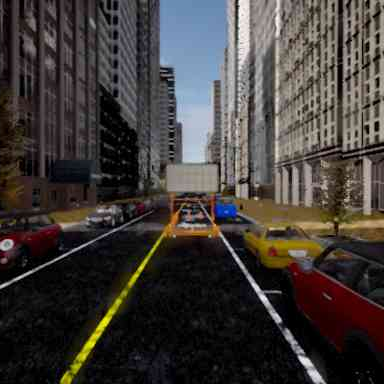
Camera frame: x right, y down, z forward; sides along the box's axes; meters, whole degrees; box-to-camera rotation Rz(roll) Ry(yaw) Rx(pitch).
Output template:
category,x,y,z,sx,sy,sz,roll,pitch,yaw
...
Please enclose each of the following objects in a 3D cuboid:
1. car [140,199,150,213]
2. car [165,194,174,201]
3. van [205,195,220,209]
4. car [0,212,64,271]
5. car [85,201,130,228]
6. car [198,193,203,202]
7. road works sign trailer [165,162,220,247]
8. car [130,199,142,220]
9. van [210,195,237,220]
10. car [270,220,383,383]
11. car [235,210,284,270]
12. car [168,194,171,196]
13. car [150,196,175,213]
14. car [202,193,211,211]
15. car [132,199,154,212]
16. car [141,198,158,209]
category,x,y,z,sx,sy,sz,roll,pitch,yaw
car,-5.681,1.506,33.341,1.887,1.381,4.507,-1,0,0
car,-5.656,1.339,84.493,1.967,1.590,4.097,-1,0,0
van,2.703,1.289,44.704,1.690,1.788,3.998,-1,0,0
car,-5.693,1.428,10.607,1.967,1.590,4.097,-1,0,0
car,-5.687,1.525,21.974,2.008,1.369,4.403,-1,0,0
car,2.717,1.471,67.438,2.008,1.369,4.403,-1,0,0
road works sign trailer,0.008,0.447,15.001,2.380,3.560,2.880,0,0,0
car,-5.684,1.533,27.657,1.947,1.339,4.313,-1,0,0
van,2.695,1.309,27.653,1.690,1.788,3.998,-1,0,0
car,2.684,1.434,4.919,1.967,1.590,4.097,-1,0,0
car,2.688,1.513,10.772,1.752,1.417,4.829,-1,0,0
car,-5.664,1.471,67.442,2.008,1.369,4.403,-1,0,0
car,-3.081,1.504,36.879,2.033,1.411,5.357,0,0,0
car,2.700,1.269,39.020,2.192,1.841,5.009,-1,0,0
car,-5.679,1.505,39.025,2.008,1.369,4.403,-1,0,0
car,-5.675,1.530,44.708,1.802,1.307,4.206,-1,0,0
